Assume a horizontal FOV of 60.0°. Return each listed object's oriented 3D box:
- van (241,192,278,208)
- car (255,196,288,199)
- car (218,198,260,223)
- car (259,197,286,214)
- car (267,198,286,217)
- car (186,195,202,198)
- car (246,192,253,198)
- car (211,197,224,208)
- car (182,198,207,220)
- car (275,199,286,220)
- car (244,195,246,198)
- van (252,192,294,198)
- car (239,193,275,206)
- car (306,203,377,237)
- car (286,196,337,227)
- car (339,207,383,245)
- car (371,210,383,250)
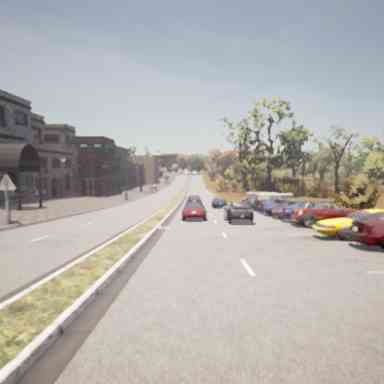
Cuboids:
[{"bbox_3d":[8.852,1.001,43.627,4.442,1.987,1.878,0,1,0],"label":"van"},{"bbox_3d":[8.950,1.405,32.608,4.792,1.488,2.163,0,1,0],"label":"car"},{"bbox_3d":[3.451,1.447,25.191,2.128,1.511,4.902,0,0,0],"label":"car"},{"bbox_3d":[8.879,1.434,29.856,4.792,1.488,2.163,0,1,0],"label":"car"},{"bbox_3d":[8.900,1.468,27.097,4.674,1.452,2.002,0,0,0],"label":"car"},{"bbox_3d":[0.266,1.103,42.780,2.097,1.767,4.553,0,1,0],"label":"car"},{"bbox_3d":[8.914,1.184,38.243,4.553,1.767,2.185,0,1,0],"label":"car"},{"bbox_3d":[3.527,1.312,43.121,1.994,1.385,4.181,0,1,0],"label":"car"},{"bbox_3d":[0.184,1.499,27.366,1.994,1.385,4.181,0,0,0],"label":"car"},{"bbox_3d":[8.883,1.488,24.344,4.674,1.452,2.002,0,0,0],"label":"car"},{"bbox_3d":[8.950,1.272,40.872,4.892,1.521,2.231,0,1,0],"label":"car"},{"bbox_3d":[9.049,1.119,35.357,4.442,1.987,1.878,0,1,0],"label":"van"},{"bbox_3d":[9.010,1.051,46.380,4.553,1.767,2.185,0,1,0],"label":"car"},{"bbox_3d":[8.665,1.486,16.080,5.366,1.575,1.946,0,0,0],"label":"car"},{"bbox_3d":[8.843,1.342,21.582,4.553,1.767,2.185,0,0,0],"label":"car"},{"bbox_3d":[8.868,1.526,13.319,4.792,1.488,2.163,0,0,0],"label":"car"},{"bbox_3d":[8.833,1.499,10.568,4.892,1.521,2.231,0,0,0],"label":"car"}]
